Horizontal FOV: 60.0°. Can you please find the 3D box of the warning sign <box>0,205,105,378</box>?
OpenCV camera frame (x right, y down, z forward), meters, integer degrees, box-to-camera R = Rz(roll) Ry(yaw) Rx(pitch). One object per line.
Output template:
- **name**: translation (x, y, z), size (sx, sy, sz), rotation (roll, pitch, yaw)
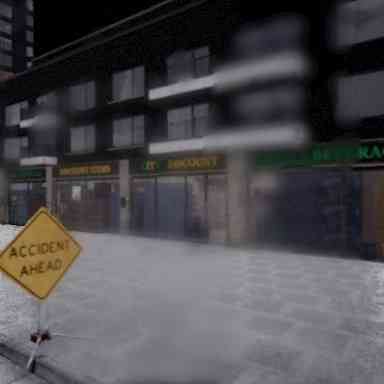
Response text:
- **warning sign**: translation (-2.053, 1.136, 4.537), size (1.060, 1.860, 1.300), rotation (0, 0, 35)
